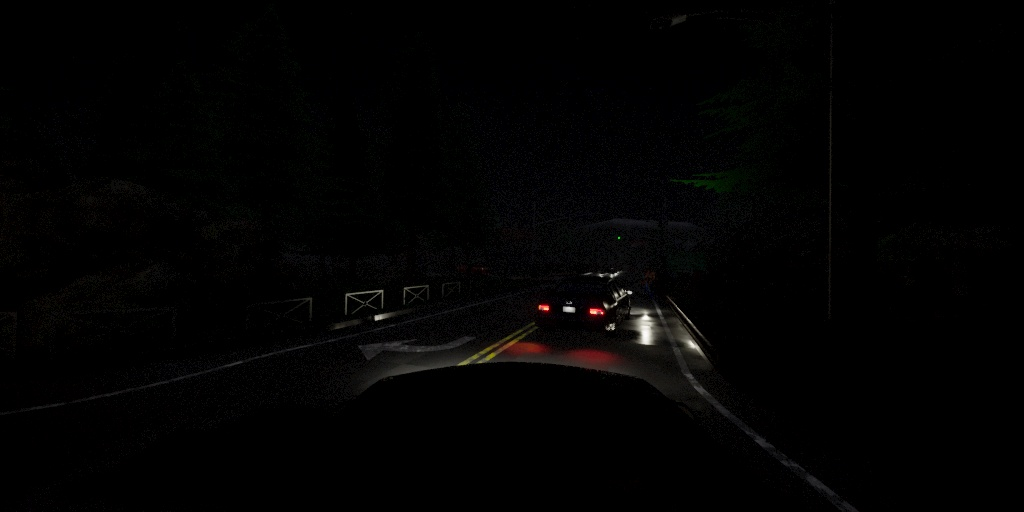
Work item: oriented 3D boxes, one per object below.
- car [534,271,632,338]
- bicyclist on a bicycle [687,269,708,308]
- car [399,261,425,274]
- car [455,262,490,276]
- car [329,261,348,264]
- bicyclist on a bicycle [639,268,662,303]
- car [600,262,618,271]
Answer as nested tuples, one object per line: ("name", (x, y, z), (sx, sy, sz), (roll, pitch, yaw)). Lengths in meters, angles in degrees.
("car", (2.276, 1.289, 10.267), (2.033, 1.411, 5.357), (1, -1, 24))
("bicyclist on a bicycle", (7.833, 1.372, 15.106), (1.656, 1.620, 0.582), (1, -1, -35))
("car", (-13.884, 1.480, 47.703), (4.553, 1.767, 2.097), (1, -1, 20))
("car", (-4.994, 1.605, 44.528), (4.553, 1.767, 2.097), (1, -1, 20))
("car", (-23.289, 1.526, 51.321), (4.674, 1.442, 1.812), (1, -1, 23))
("bicyclist on a bicycle", (6.385, 1.361, 16.485), (1.656, 1.620, 0.582), (1, -1, -32))
("car", (15.462, 2.024, 57.933), (2.097, 1.767, 4.553), (1, -1, 20))
